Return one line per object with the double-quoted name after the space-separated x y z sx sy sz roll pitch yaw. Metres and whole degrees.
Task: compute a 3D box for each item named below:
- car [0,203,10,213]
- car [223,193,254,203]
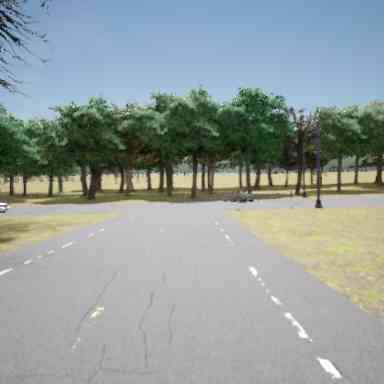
-27.926 1.942 45.363 5.566 2.045 2.150 -1 3 0 "car"
7.371 0.924 52.594 4.902 1.511 2.128 -2 3 0 "car"
